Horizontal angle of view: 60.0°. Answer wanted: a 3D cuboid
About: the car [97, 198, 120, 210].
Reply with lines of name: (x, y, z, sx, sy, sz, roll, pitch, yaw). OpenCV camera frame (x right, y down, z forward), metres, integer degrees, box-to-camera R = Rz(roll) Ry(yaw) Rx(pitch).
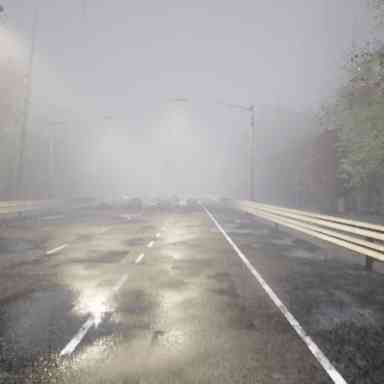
car: (-10.513, 1.499, 42.247, 2.033, 1.411, 5.357, 0, 0, 0)

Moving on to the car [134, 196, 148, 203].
car: (-10.527, 1.475, 69.166, 2.033, 1.411, 5.357, 0, 0, 0)

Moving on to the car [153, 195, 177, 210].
car: (-3.510, 1.445, 42.723, 2.128, 1.511, 4.902, 0, 0, 0)

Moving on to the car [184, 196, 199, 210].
car: (-0.014, 1.502, 42.248, 2.033, 1.411, 5.357, 0, 0, 0)

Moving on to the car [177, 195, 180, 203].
car: (-3.527, 1.415, 69.826, 1.882, 1.535, 5.008, 0, 0, 0)

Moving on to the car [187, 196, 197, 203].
car: (-0.028, 1.533, 69.940, 1.895, 1.301, 4.718, 0, 0, 0)

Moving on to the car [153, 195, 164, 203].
car: (-7.027, 1.436, 69.579, 1.837, 1.490, 4.892, 0, 0, 0)

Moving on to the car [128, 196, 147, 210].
car: (-7.010, 1.458, 42.712, 1.837, 1.490, 4.892, 0, 0, 0)
